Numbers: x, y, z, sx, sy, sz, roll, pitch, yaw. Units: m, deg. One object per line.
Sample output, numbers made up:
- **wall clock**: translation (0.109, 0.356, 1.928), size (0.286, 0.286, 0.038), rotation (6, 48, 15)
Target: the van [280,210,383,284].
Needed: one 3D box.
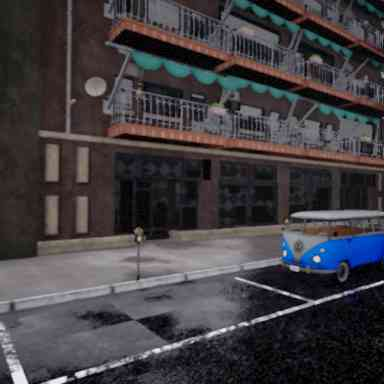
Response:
- **van**: translation (4.311, 1.432, 9.631), size (3.998, 1.788, 1.690), rotation (1, 0, -35)
